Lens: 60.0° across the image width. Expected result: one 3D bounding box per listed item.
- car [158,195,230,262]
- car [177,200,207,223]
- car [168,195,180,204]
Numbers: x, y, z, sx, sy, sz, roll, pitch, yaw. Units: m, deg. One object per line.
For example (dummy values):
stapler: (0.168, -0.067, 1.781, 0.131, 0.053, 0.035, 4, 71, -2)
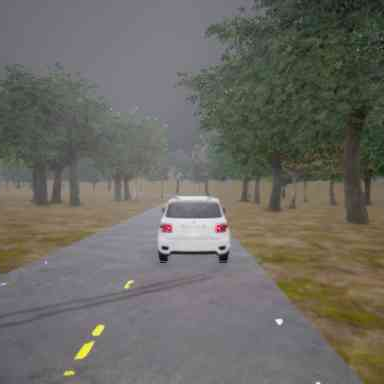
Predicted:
car: (0.039, 1.158, 11.887, 2.150, 2.045, 5.566, 0, 0, 0)
car: (0.026, 1.433, 25.951, 2.033, 1.411, 5.357, 0, 0, 1)
car: (-3.049, 1.324, 57.445, 1.812, 1.442, 4.674, 0, 0, 0)
